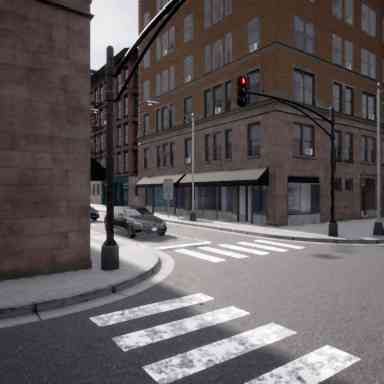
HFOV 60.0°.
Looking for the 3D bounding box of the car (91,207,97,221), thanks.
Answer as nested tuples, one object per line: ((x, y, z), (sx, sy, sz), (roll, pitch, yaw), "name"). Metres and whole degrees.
((-8.738, 1.397, 25.186), (2.033, 1.411, 5.357), (0, 0, -36), "car")

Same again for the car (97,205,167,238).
((-3.081, 1.436, 17.262), (1.812, 1.442, 4.674), (0, 0, -35), "car")
